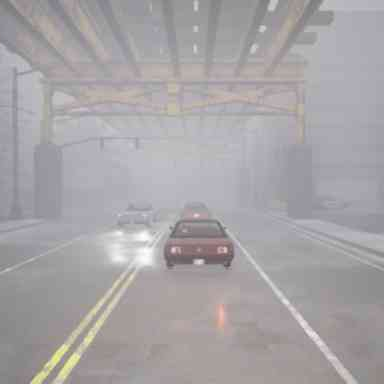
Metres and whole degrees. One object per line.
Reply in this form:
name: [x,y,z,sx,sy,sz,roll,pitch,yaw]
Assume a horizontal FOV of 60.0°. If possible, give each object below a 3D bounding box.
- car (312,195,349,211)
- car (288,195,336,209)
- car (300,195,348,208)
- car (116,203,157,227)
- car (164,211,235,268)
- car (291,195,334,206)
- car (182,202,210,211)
car: [13.481,1.139,34.148,4.974,1.542,2.038,0,1,-20]
car: [13.828,1.098,38.305,4.974,1.542,2.038,0,1,25]
car: [13.530,0.981,34.164,4.536,1.218,1.853,0,1,-20]
car: [-3.394,1.409,21.125,1.895,1.301,4.718,0,1,1]
car: [0.194,1.512,10.869,1.895,1.301,4.718,0,1,0]
car: [13.875,0.940,38.282,4.536,1.218,1.853,0,1,25]
car: [0.258,1.362,22.130,1.994,1.385,4.181,0,1,-1]
